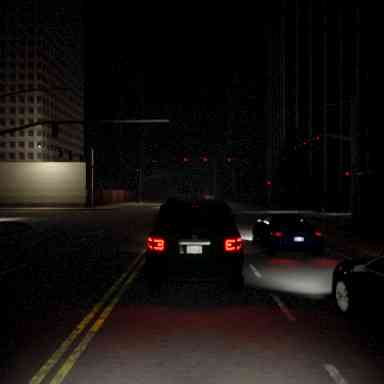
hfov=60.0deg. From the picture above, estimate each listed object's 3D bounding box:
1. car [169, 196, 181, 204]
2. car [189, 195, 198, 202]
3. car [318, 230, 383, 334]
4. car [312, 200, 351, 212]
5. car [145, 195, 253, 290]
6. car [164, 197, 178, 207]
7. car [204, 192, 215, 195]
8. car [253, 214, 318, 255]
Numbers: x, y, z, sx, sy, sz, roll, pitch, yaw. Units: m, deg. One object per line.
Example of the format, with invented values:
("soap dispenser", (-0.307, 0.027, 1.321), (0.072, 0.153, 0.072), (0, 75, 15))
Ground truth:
("car", (-3.204, 1.474, 64.279), (1.882, 1.535, 5.008), (0, 0, 1))
("car", (0.393, 1.354, 73.859), (1.837, 1.490, 4.892), (0, 0, 0))
("car", (3.620, 1.504, 4.572), (1.837, 1.490, 4.892), (0, 0, 0))
("car", (15.822, 1.543, 36.608), (4.718, 1.301, 1.895), (0, 0, 0))
("car", (0.090, 1.221, 9.206), (2.150, 2.045, 5.566), (0, 0, 1))
("car", (-3.313, 1.502, 52.691), (1.837, 1.490, 4.892), (0, 0, 0))
("car", (3.893, 1.079, 73.870), (2.150, 2.045, 5.566), (0, 0, 0))
("car", (3.639, 1.563, 13.248), (1.994, 1.385, 4.181), (0, 0, 1))
